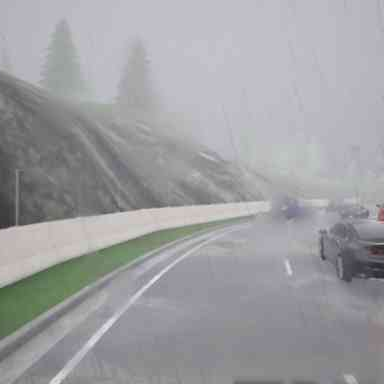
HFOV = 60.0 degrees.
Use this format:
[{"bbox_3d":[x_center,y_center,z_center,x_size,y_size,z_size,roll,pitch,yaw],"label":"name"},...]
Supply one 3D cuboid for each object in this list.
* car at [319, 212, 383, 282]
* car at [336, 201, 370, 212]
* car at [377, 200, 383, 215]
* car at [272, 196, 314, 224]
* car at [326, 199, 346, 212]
[{"bbox_3d":[5.010,1.572,9.783,1.837,1.490,4.892,0,0,12],"label":"car"},{"bbox_3d":[14.671,1.801,29.862,1.895,1.301,4.718,0,0,35],"label":"car"},{"bbox_3d":[13.395,1.392,21.639,2.150,2.045,5.566,0,0,31],"label":"car"},{"bbox_3d":[8.145,1.356,26.677,2.150,2.045,5.566,0,0,32],"label":"car"},{"bbox_3d":[17.874,1.605,40.305,2.097,1.767,4.553,0,0,36],"label":"car"}]
